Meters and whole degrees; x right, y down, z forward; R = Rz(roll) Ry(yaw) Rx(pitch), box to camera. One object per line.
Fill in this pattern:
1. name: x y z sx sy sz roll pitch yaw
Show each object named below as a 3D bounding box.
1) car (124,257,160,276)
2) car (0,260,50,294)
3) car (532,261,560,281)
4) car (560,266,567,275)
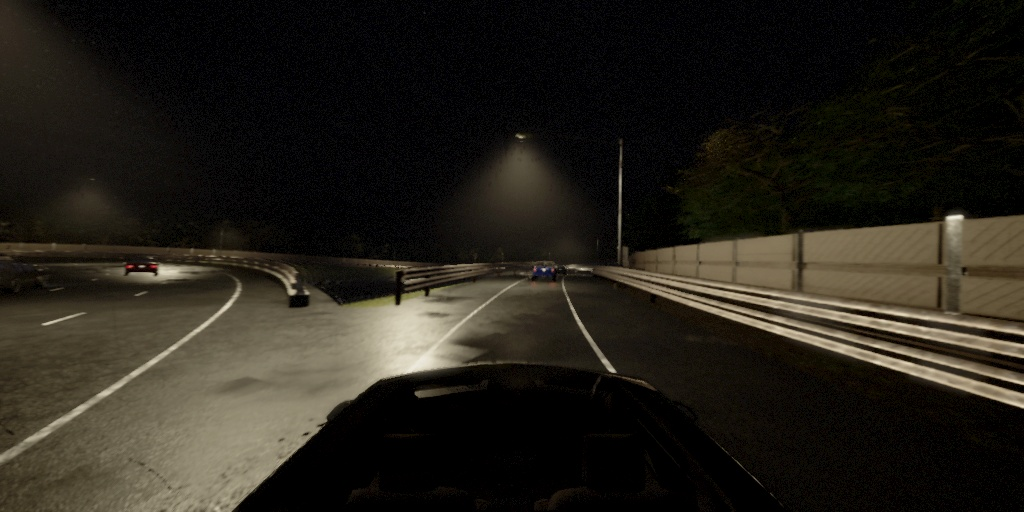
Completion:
1. car: -28.940 0.782 28.062 5.357 1.411 2.033 1 0 44
2. car: -22.962 0.889 15.994 2.033 1.411 5.357 1 0 -39
3. car: 3.109 1.312 33.571 2.097 1.767 4.553 1 -1 8
4. car: 8.221 2.488 61.033 2.128 1.511 4.902 1 -3 13
